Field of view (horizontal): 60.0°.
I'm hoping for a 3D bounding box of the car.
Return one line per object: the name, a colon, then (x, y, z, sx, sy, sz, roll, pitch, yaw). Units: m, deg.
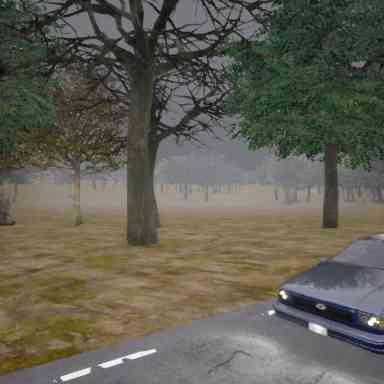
car: (3.915, 1.552, 6.287, 5.357, 1.411, 2.033, 0, 0, -37)
